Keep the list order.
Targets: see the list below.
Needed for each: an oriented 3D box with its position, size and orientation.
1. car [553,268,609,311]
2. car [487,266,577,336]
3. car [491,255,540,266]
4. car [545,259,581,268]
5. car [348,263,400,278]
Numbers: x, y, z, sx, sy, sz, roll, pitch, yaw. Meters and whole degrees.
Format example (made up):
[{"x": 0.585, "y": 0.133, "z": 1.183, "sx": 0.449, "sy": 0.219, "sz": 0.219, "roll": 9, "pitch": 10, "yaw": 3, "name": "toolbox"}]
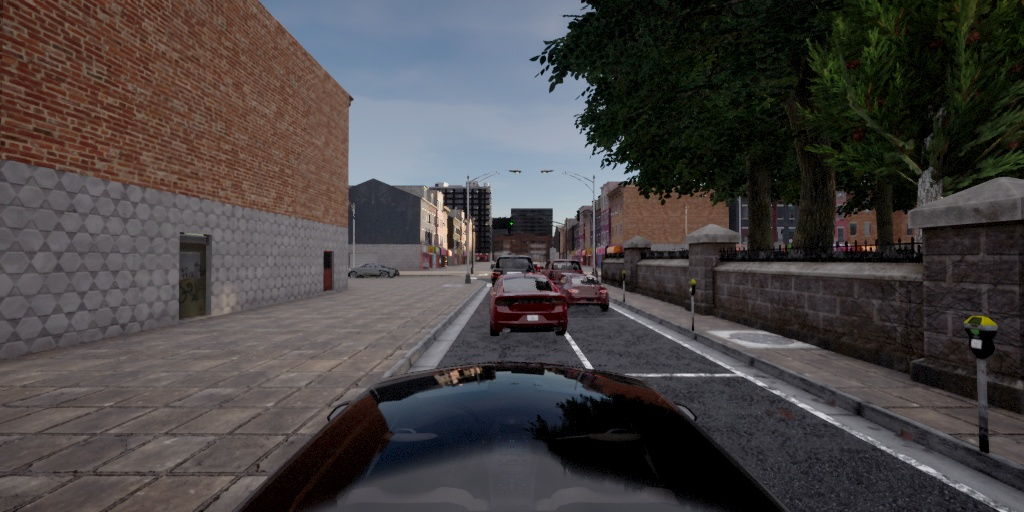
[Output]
[{"x": 2.660, "y": 1.338, "z": 14.273, "sx": 1.802, "sy": 1.307, "sz": 4.207, "roll": 0, "pitch": 0, "yaw": 0, "name": "car"}, {"x": 0.288, "y": 1.231, "z": 10.481, "sx": 1.882, "sy": 1.535, "sz": 5.008, "roll": 0, "pitch": 0, "yaw": -4, "name": "car"}, {"x": 0.111, "y": 0.981, "z": 18.037, "sx": 2.150, "sy": 2.045, "sz": 5.566, "roll": 0, "pitch": 0, "yaw": 0, "name": "car"}, {"x": 2.669, "y": 1.076, "z": 19.722, "sx": 2.192, "sy": 1.841, "sz": 5.009, "roll": 0, "pitch": 0, "yaw": 0, "name": "car"}, {"x": -12.026, "y": 1.306, "z": 31.316, "sx": 4.181, "sy": 1.385, "sz": 1.994, "roll": 0, "pitch": -1, "yaw": 0, "name": "car"}]
